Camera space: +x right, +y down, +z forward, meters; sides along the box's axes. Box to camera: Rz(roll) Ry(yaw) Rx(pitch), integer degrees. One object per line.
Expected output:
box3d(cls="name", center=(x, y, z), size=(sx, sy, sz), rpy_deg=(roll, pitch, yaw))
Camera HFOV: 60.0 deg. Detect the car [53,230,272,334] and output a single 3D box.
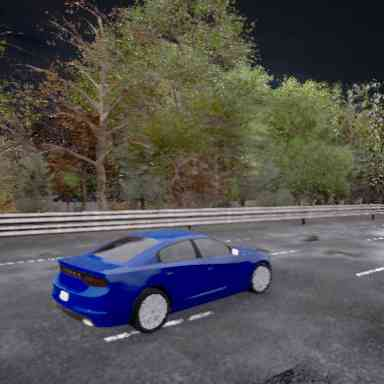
box3d(cls="car", center=(-0.237, 1.538, 6.990), size=(5.008, 1.535, 1.882), rpy_deg=(1, -1, -44))
